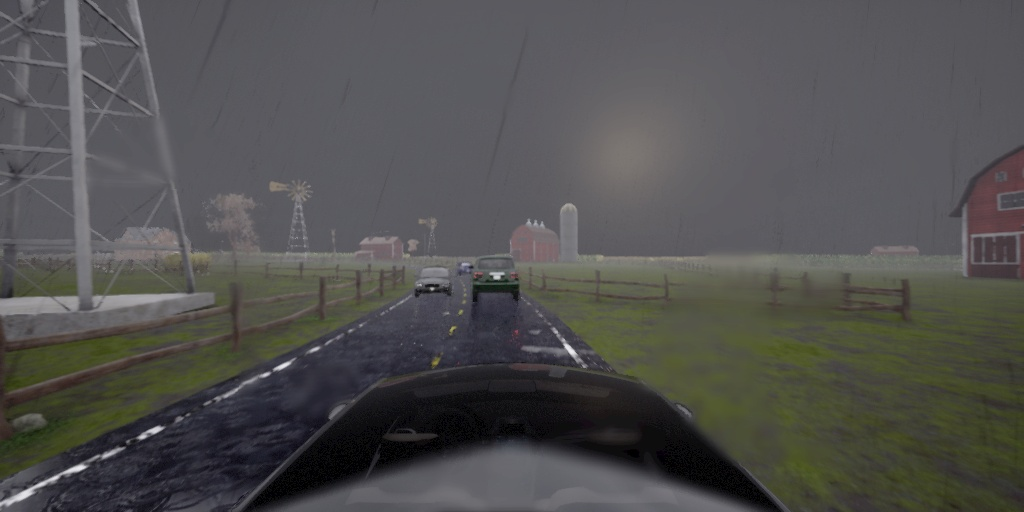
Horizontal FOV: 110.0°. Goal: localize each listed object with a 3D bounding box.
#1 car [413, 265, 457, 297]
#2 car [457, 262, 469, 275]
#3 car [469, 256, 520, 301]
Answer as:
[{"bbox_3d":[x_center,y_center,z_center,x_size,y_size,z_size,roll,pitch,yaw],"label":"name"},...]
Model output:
[{"bbox_3d":[-4.108,1.303,19.366,1.837,1.490,4.892,0,0,-8],"label":"car"},{"bbox_3d":[-5.170,1.337,39.608,1.812,1.442,4.674,0,0,-15],"label":"car"},{"bbox_3d":[-0.948,1.011,17.976,2.150,2.045,5.566,0,0,-7],"label":"car"}]
